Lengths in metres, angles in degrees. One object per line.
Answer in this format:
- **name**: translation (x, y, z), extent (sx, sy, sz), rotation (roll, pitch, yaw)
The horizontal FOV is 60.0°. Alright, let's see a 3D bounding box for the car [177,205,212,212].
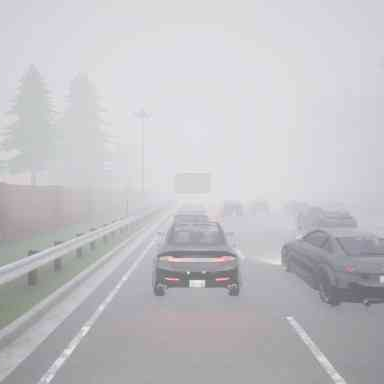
- **car**: translation (0.077, 1.476, 19.052), extent (1.882, 1.535, 5.008), rotation (0, 0, 4)

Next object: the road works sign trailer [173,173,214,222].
- **road works sign trailer**: translation (0.063, 0.467, 22.973), extent (2.380, 3.560, 2.880), rotation (0, 0, -2)

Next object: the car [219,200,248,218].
- **car**: translation (3.593, 1.509, 30.570), extent (1.837, 1.490, 4.892), rotation (0, 0, 0)

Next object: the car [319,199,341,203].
- **car**: translation (14.088, 1.496, 34.413), extent (2.128, 1.511, 4.902), rotation (0, 0, 0)

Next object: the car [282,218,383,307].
- **car**: translation (3.597, 1.565, 8.078), extent (1.994, 1.385, 4.181), rotation (0, 0, 0)

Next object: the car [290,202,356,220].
- **car**: translation (7.096, 1.506, 18.058), extent (1.837, 1.490, 4.892), rotation (0, 0, 0)

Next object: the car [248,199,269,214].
- **car**: translation (7.090, 1.509, 36.164), extent (1.837, 1.490, 4.892), rotation (0, 0, 0)

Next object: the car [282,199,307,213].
- **car**: translation (10.591, 1.507, 33.726), extent (1.837, 1.490, 4.892), rotation (0, 0, 0)

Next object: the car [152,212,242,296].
- **car**: translation (0.098, 1.492, 8.620), extent (2.128, 1.511, 4.902), rotation (0, 0, 0)
